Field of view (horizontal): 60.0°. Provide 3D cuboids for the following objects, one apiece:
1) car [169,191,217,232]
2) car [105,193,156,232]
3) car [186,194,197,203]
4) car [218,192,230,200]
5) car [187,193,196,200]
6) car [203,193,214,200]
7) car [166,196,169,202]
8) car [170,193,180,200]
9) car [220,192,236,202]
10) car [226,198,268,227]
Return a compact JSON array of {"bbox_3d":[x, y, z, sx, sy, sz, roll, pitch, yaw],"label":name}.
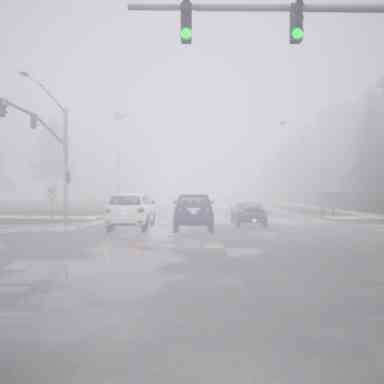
[{"bbox_3d":[0.079,1.092,19.244,2.150,2.045,5.566,0,0,0],"label":"car"},{"bbox_3d":[-3.421,1.092,19.261,2.150,2.045,5.566,0,0,0],"label":"car"},{"bbox_3d":[-0.076,1.095,61.058,1.837,1.490,4.892,0,0,0],"label":"car"},{"bbox_3d":[6.910,0.797,71.452,2.097,1.767,4.553,0,0,0],"label":"car"},{"bbox_3d":[-0.090,0.966,71.474,1.812,1.442,4.674,0,0,0],"label":"car"},{"bbox_3d":[3.410,0.967,71.479,2.128,1.511,4.902,0,0,0],"label":"car"},{"bbox_3d":[-3.577,1.113,61.470,1.812,1.442,4.674,0,0,0],"label":"car"},{"bbox_3d":[-3.590,0.919,71.469,1.882,1.535,5.008,0,0,0],"label":"car"},{"bbox_3d":[6.923,0.940,61.452,2.097,1.767,4.553,0,0,0],"label":"car"},{"bbox_3d":[3.576,1.360,21.473,1.837,1.490,4.892,0,0,0],"label":"car"}]
